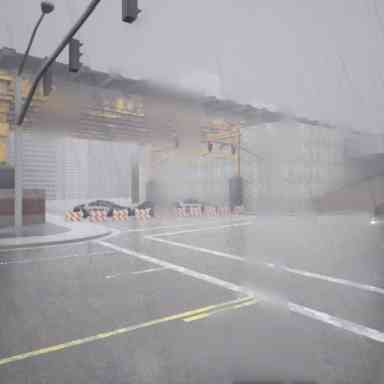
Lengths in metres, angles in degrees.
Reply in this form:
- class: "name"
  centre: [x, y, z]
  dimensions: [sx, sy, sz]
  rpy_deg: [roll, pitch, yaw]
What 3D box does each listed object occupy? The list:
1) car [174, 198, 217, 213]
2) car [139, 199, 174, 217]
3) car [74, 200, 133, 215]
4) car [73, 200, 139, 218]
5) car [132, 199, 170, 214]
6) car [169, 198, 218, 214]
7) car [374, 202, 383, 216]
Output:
- class: "car"
  centre: [0.056, 1.295, 35.241]
  dimensions: [4.536, 1.218, 1.853]
  rpy_deg: [0, 0, -7]
- class: "car"
  centre: [-3.800, 1.453, 31.485]
  dimensions: [2.038, 1.542, 4.974]
  rpy_deg: [0, 0, 18]
- class: "car"
  centre: [-7.595, 1.295, 28.805]
  dimensions: [4.536, 1.218, 1.853]
  rpy_deg: [0, 0, 8]
- class: "car"
  centre: [-7.544, 1.453, 28.798]
  dimensions: [4.974, 1.542, 2.038]
  rpy_deg: [0, 0, 8]
- class: "car"
  centre: [-3.784, 1.295, 31.535]
  dimensions: [1.853, 1.218, 4.536]
  rpy_deg: [0, 0, 18]
- class: "car"
  centre: [0.108, 1.453, 35.247]
  dimensions: [4.974, 1.542, 2.038]
  rpy_deg: [0, 0, -7]
- class: "car"
  centre: [19.020, 1.478, 31.348]
  dimensions: [5.008, 1.535, 1.882]
  rpy_deg: [0, 0, -37]
